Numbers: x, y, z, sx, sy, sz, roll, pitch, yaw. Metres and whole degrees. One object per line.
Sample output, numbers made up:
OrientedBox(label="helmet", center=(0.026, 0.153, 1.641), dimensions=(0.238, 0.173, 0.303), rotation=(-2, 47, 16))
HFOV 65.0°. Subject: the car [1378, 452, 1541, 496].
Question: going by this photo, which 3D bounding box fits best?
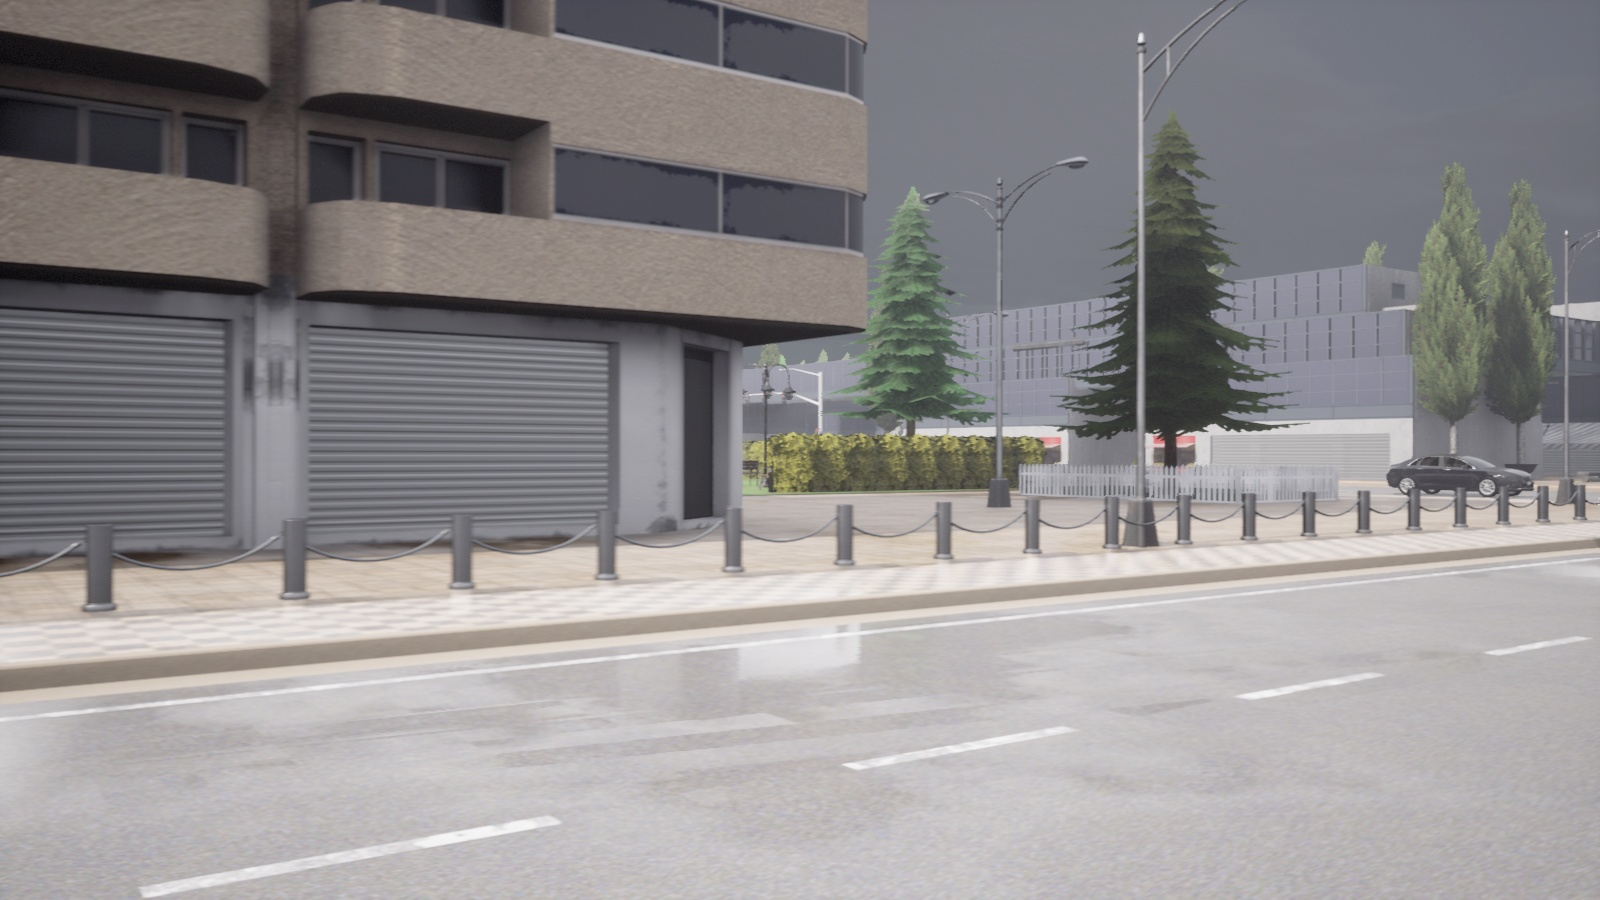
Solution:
OrientedBox(label="car", center=(23.679, 0.811, 45.242), dimensions=(1.837, 1.490, 4.892), rotation=(0, 0, -35))
